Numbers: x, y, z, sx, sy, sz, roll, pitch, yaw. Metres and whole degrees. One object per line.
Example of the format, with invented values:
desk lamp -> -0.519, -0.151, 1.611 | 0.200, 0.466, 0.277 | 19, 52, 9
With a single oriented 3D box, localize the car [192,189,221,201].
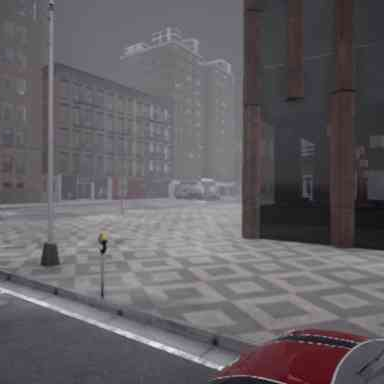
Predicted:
car -> 2.743, 0.724, 55.190 | 2.033, 1.411, 5.357 | 1, 1, 36

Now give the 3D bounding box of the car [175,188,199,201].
car -> -0.486, 0.380, 56.279 | 2.150, 2.045, 5.566 | 1, 1, 36

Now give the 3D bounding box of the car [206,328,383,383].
car -> 1.814, 1.443, 1.664 | 4.097, 1.590, 1.967 | 0, 0, 36
